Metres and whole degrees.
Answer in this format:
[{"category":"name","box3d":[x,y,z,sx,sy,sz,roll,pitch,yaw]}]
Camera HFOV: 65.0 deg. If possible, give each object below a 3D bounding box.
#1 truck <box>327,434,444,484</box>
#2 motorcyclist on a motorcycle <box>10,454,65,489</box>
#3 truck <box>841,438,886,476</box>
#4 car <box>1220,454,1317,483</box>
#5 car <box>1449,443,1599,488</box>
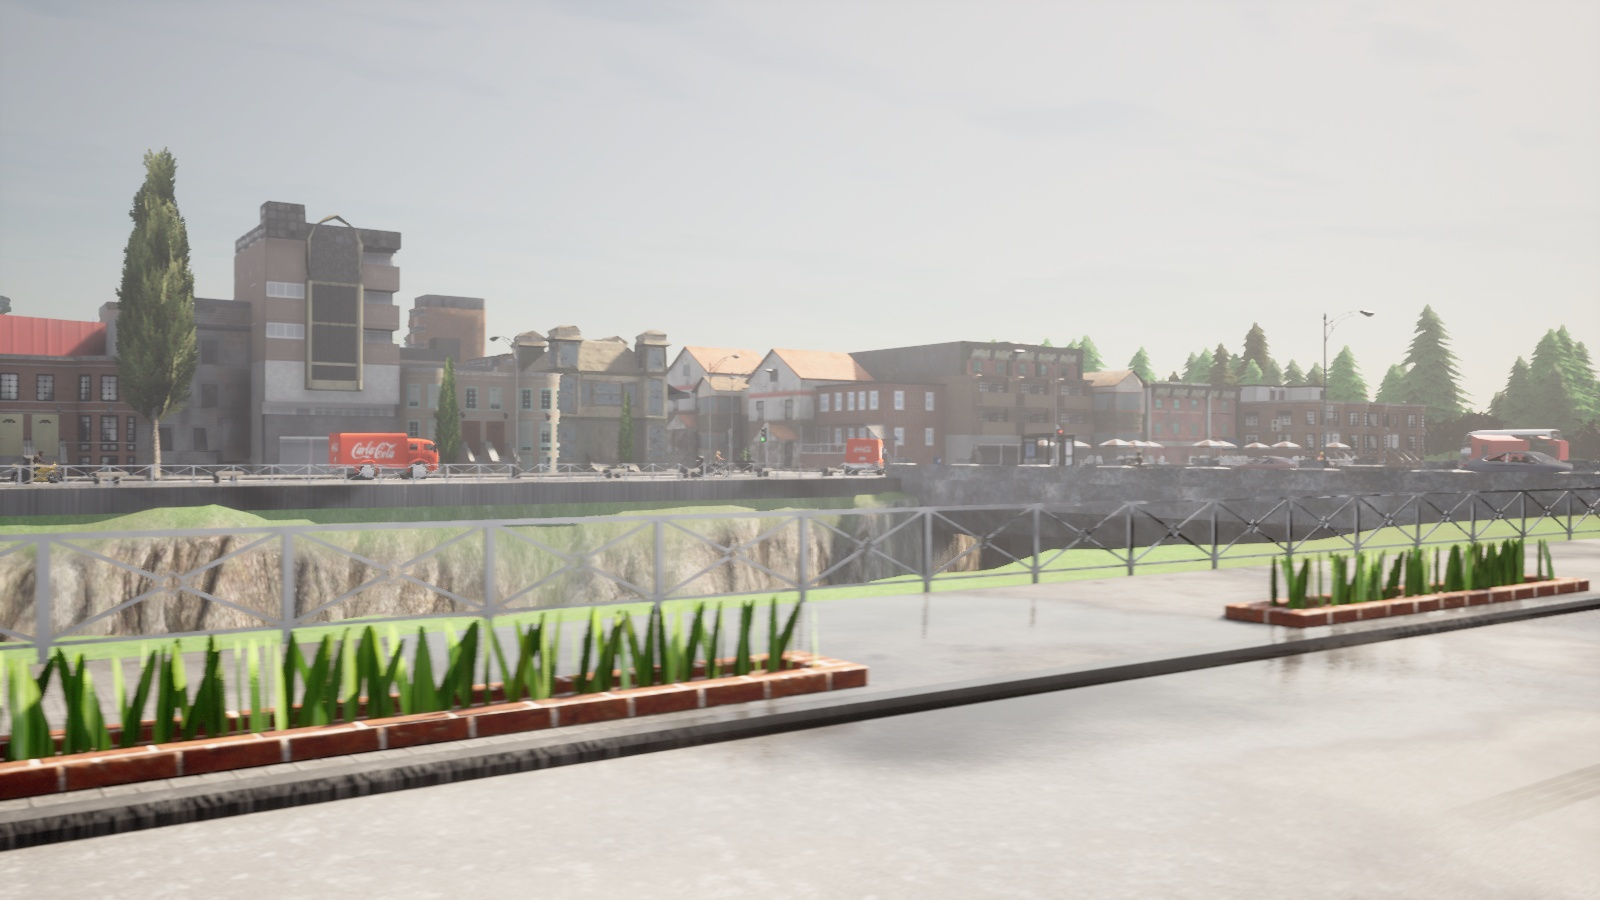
[{"category":"truck","box3d":[-21.311,0.462,64.631,5.204,2.467,2.627,0,0,-35]},{"category":"motorcyclist on a motorcycle","box3d":[-33.902,0.936,55.860,2.044,1.523,0.797,0,0,-35]},{"category":"truck","box3d":[4.370,0.454,85.462,2.627,2.467,5.204,1,0,7]},{"category":"car","box3d":[23.612,0.914,63.436,1.994,1.385,4.181,0,0,-36]},{"category":"car","box3d":[28.566,0.584,49.316,2.152,1.651,5.027,0,0,-35]}]
